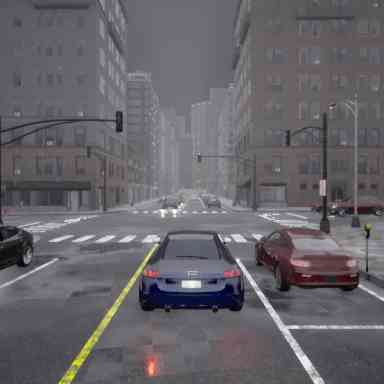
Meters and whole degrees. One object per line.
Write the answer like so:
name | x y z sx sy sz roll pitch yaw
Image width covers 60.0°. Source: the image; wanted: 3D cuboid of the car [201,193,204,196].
car | 3.236 1.423 68.089 1.802 1.307 4.206 0 0 0

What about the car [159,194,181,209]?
car | -2.832 1.436 43.856 1.837 1.490 4.892 0 0 2

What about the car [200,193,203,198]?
car | 3.284 1.387 73.645 1.802 1.307 4.206 0 0 0

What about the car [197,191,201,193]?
car | 0.612 1.085 84.320 2.128 1.511 4.902 0 0 0

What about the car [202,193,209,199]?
car | 3.828 1.142 93.029 1.882 1.535 5.008 0 0 0

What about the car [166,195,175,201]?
car | -5.193 1.346 79.274 1.802 1.307 4.206 0 0 0

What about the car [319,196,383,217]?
car | 13.553 1.124 27.918 4.553 1.767 2.097 -1 0 0

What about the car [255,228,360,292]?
car | 2.760 1.580 8.671 1.802 1.307 4.206 0 0 0

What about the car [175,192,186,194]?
car | -2.612 1.353 64.150 2.128 1.511 4.902 0 0 1

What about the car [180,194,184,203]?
car | -2.746 1.426 53.760 1.812 1.442 4.674 0 0 0

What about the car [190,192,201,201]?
car | 0.525 1.317 74.319 1.812 1.442 4.674 0 0 0

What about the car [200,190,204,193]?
car | 3.734 0.935 86.058 2.150 2.045 5.566 0 0 0

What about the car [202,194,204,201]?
car | 3.136 1.435 56.983 1.887 1.381 4.507 0 0 0

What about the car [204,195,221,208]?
car | 3.040 1.506 45.880 1.802 1.307 4.206 0 0 0

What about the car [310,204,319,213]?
car | 13.662 1.355 31.168 4.718 1.301 1.895 -1 0 0

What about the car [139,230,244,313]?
car | 0.003 1.562 7.750 1.994 1.385 4.181 0 0 0

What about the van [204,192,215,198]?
van | 3.088 1.248 51.431 1.690 1.788 3.998 0 0 0

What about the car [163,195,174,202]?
car | -5.241 1.355 73.722 2.008 1.369 4.403 0 0 0

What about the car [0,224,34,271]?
car | -5.765 1.564 8.674 1.947 1.339 4.313 0 0 0
